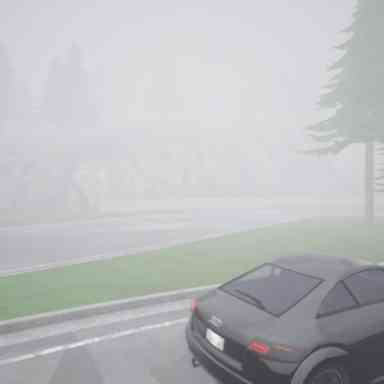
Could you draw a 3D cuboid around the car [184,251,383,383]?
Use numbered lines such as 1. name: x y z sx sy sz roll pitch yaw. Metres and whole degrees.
1. car: 2.006 1.548 4.520 4.181 1.385 1.994 0 0 -28
